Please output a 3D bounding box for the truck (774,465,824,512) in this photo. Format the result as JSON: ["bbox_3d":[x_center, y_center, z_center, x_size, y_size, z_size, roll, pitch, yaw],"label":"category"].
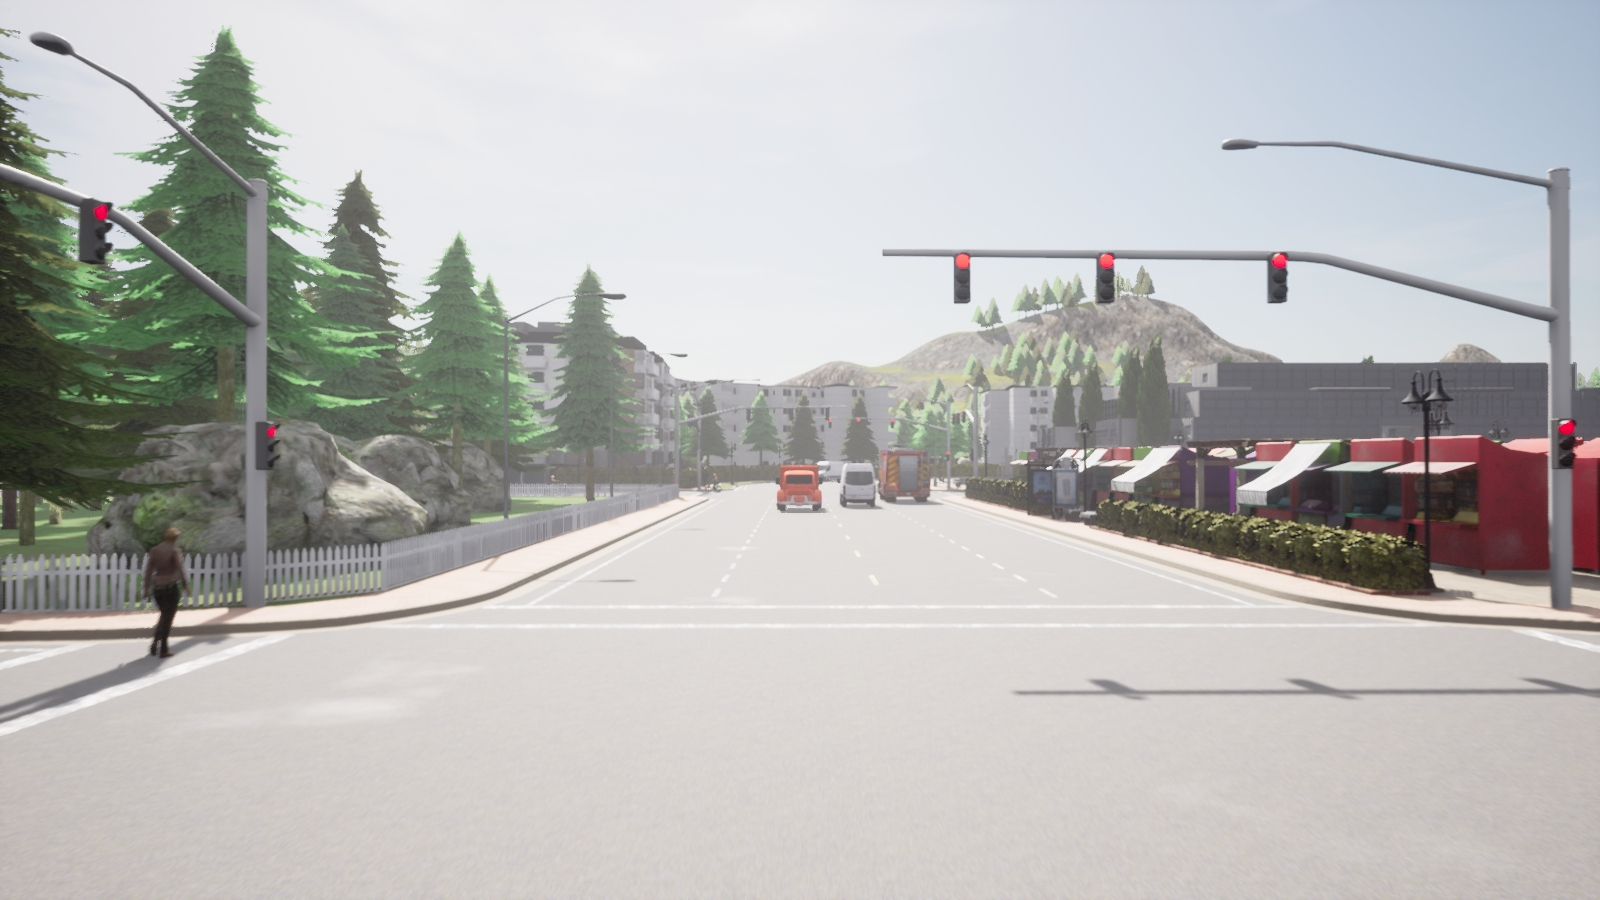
[{"bbox_3d":[-0.048,2.085,63.170,2.627,2.467,5.204,0,0,0],"label":"truck"}]

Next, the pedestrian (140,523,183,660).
[{"bbox_3d":[-8.864,1.948,15.858,0.375,1.860,0.375,0,0,3],"label":"pedestrian"}]

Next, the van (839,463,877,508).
[{"bbox_3d":[3.449,2.095,69.250,1.988,2.561,5.915,0,0,0],"label":"van"}]

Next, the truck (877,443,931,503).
[{"bbox_3d":[6.952,1.510,77.254,2.891,3.827,8.468,0,0,0],"label":"truck"}]
